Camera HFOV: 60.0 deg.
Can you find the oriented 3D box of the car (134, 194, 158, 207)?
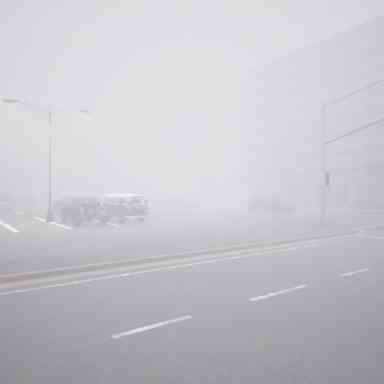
[{"bbox_3d":[-8.953,1.547,66.022,2.128,1.511,4.902,0,0,-35],"label":"car"}]

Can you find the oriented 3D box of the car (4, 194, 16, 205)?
[{"bbox_3d":[-29.692,1.212,53.715,1.905,1.878,3.866,0,0,-35],"label":"car"}]

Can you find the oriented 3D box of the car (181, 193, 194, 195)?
[{"bbox_3d":[-1.486,1.277,61.596,2.150,2.045,5.566,0,0,-35],"label":"car"}]

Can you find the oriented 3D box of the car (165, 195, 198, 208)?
[{"bbox_3d":[-1.392,1.602,49.068,2.033,1.411,5.357,0,0,-35],"label":"car"}]

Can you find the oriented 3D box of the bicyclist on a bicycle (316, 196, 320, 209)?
[{"bbox_3d":[16.505,1.356,42.866,1.656,1.620,0.582,0,0,-35],"label":"bicyclist on a bicycle"}]

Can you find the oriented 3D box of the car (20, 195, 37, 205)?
[{"bbox_3d":[-27.298,1.209,55.342,1.932,1.855,4.605,0,0,-35],"label":"car"}]

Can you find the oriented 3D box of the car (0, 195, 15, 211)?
[{"bbox_3d":[-21.815,1.451,37.892,1.970,1.475,3.806,0,0,-35],"label":"car"}]

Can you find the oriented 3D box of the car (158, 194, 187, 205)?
[{"bbox_3d":[-3.540,1.533,58.443,1.882,1.535,5.008,0,0,-36],"label":"car"}]

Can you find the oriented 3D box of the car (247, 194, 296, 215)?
[{"bbox_3d":[8.349,1.277,35.393,2.150,2.045,5.566,0,0,-36],"label":"car"}]

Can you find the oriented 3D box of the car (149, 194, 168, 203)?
[{"bbox_3d":[-7.019,1.407,69.358,2.097,1.767,4.553,0,0,-35],"label":"car"}]
